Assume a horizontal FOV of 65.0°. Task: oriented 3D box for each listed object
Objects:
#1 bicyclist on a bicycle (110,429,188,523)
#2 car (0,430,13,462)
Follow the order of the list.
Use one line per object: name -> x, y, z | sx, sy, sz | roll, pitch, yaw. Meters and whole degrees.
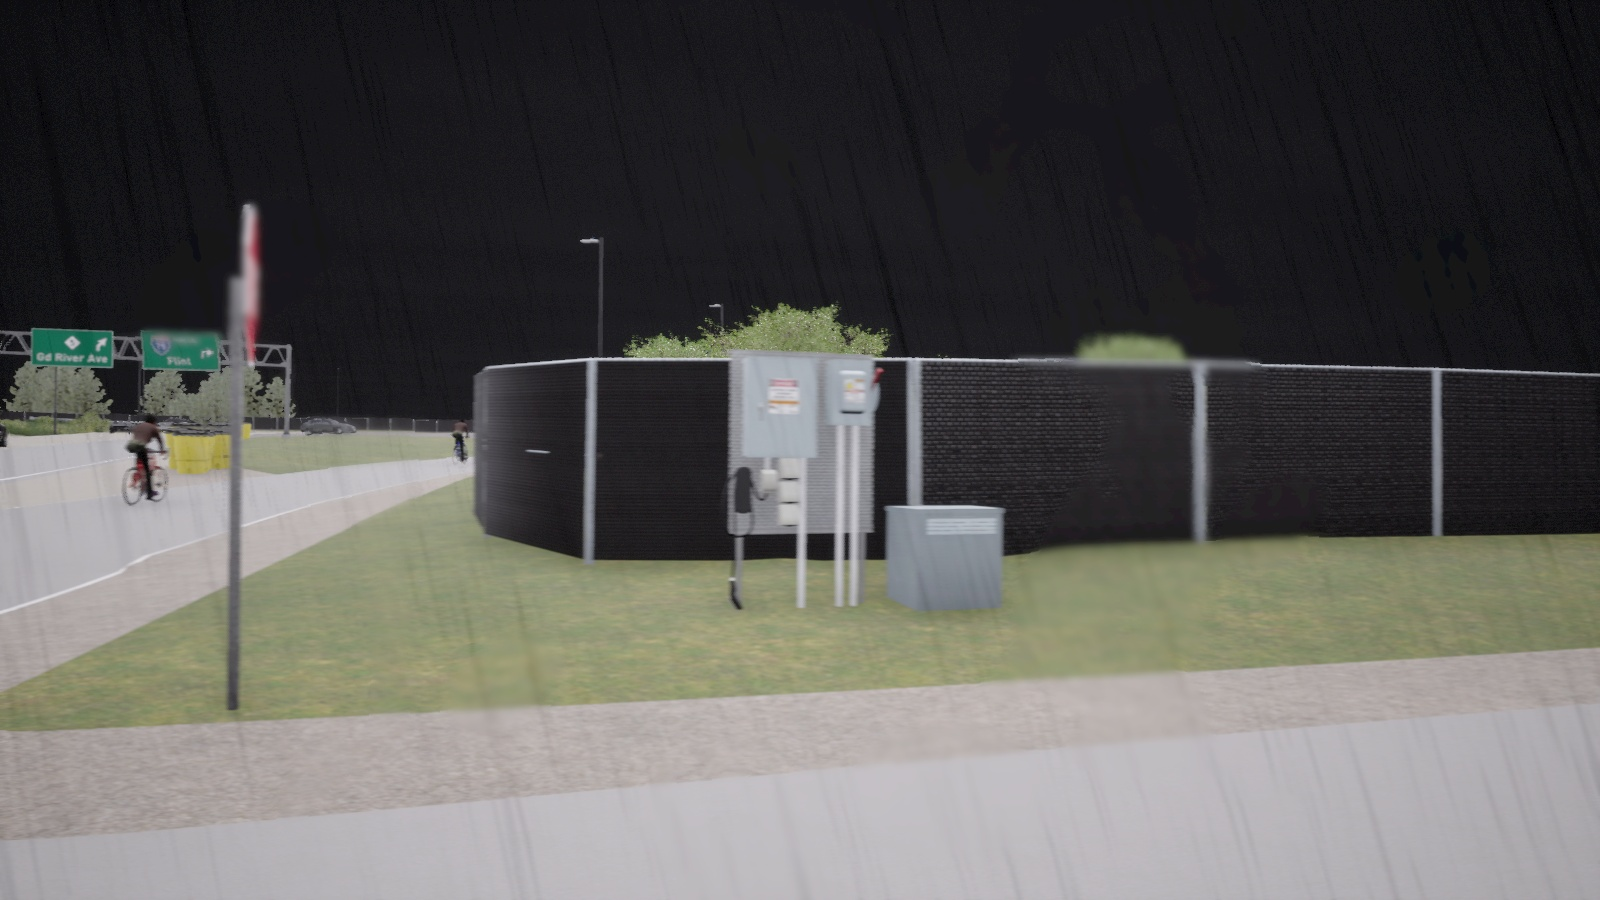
bicyclist on a bicycle -> -11.768, 0.443, 22.743 | 0.582, 1.620, 1.656 | -1, 1, -3
car -> -42.144, -0.180, 64.268 | 2.152, 1.651, 5.027 | -1, 1, -21
